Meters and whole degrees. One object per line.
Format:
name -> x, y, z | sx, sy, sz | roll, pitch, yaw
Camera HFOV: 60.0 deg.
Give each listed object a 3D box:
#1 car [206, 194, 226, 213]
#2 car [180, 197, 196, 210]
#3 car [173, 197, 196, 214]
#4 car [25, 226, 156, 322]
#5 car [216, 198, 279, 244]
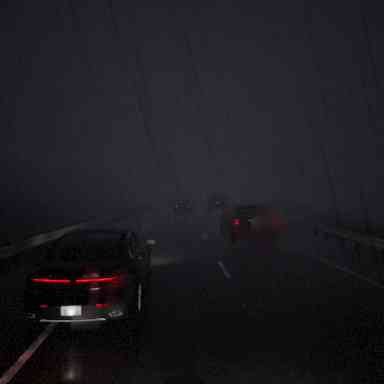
car -> 2.730, 1.214, 36.373 | 2.150, 2.045, 5.566 | 0, 0, 3
car -> -0.536, 1.500, 45.038 | 1.837, 1.490, 4.892 | 0, 0, 4
car -> -0.872, 1.522, 35.159 | 1.812, 1.442, 4.674 | 0, 0, 3
car -> -1.925, 1.504, 7.325 | 1.837, 1.490, 4.892 | 0, 0, -3
car -> 2.601, 1.349, 16.019 | 2.097, 1.767, 4.553 | 0, 0, -2
